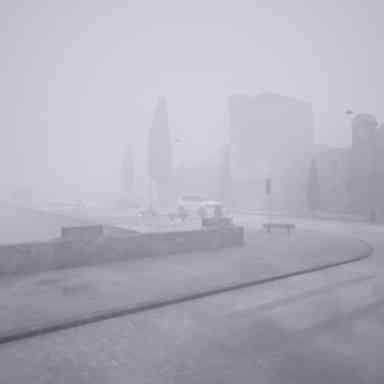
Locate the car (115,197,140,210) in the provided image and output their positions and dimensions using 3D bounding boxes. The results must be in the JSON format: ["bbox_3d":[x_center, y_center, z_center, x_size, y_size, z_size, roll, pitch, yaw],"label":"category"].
[{"bbox_3d":[-8.508,1.498,43.480,1.837,1.490,4.892,0,0,-35],"label":"car"}]

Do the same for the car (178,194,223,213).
[{"bbox_3d":[0.885,1.215,37.537,2.150,2.045,5.566,0,0,-36],"label":"car"}]

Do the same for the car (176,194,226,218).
[{"bbox_3d":[0.711,1.217,30.546,2.150,2.045,5.566,0,0,-36],"label":"car"}]
